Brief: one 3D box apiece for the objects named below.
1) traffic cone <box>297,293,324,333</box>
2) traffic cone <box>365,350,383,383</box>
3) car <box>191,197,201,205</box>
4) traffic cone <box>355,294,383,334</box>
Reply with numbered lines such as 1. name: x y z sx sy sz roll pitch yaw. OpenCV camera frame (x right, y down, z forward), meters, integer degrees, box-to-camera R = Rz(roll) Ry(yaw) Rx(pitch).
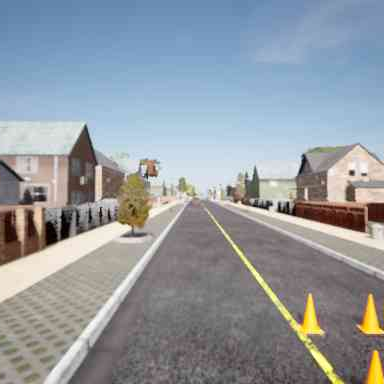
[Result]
1. traffic cone: 1.961 1.985 5.529 0.340 0.580 0.340 0 0 0
2. traffic cone: 1.947 1.978 3.529 0.340 0.580 0.340 0 0 0
3. car: 0.825 1.743 69.009 2.097 1.767 4.553 0 0 0
4. traffic cone: 2.961 1.991 5.522 0.340 0.580 0.340 0 0 0
